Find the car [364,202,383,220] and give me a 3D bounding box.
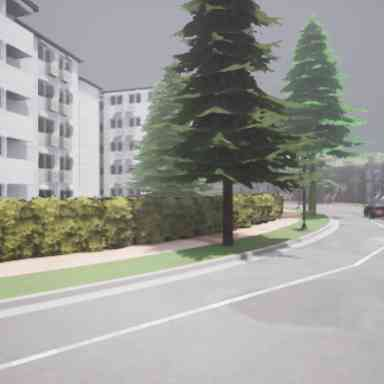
[{"bbox_3d":[15.519,1.500,27.270,1.994,1.385,4.181,0,0,16],"label":"car"}]
